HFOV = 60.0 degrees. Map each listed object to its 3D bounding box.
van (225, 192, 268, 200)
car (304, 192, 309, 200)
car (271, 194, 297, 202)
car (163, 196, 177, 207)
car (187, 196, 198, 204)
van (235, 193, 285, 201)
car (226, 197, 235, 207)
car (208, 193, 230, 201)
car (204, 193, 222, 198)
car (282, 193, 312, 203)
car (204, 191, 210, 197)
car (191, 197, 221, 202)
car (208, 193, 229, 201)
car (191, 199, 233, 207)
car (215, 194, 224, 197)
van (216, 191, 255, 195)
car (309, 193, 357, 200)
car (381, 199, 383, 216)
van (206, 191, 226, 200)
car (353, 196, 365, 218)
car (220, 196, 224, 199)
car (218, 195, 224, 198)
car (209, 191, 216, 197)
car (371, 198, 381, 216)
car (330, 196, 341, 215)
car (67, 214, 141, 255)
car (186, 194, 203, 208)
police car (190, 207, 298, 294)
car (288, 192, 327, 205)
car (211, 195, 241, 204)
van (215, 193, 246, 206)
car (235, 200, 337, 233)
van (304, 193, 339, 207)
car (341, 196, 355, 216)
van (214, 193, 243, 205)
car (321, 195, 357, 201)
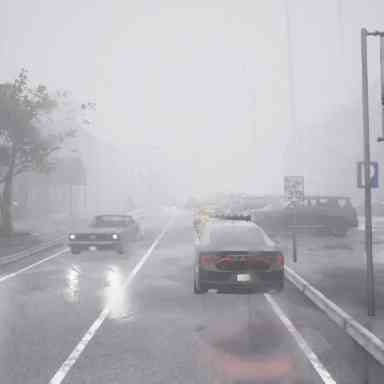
[{"bbox_3d":[5.658,1.231,31.526,4.442,1.987,1.878,0,0,0],"label":"van"},{"bbox_3d":[18.890,1.134,46.131,5.566,2.045,2.435,0,1,0],"label":"car"},{"bbox_3d":[18.877,1.189,68.339,4.892,1.521,2.231,0,1,0],"label":"car"},{"bbox_3d":[-3.159,1.348,49.285,2.128,1.511,4.902,0,0,0],"label":"car"},{"bbox_3d":[0.108,1.355,58.663,1.994,1.385,4.181,0,0,0],"label":"car"},{"bbox_3d":[5.889,1.238,25.915,4.442,1.987,1.878,0,0,0],"label":"van"},{"bbox_3d":[5.768,1.461,28.719,5.008,1.535,2.097,0,0,0],"label":"car"},{"bbox_3d":[5.762,1.040,70.775,4.553,1.767,2.185,0,1,0],"label":"car"},{"bbox_3d":[5.833,0.995,93.202,4.792,1.488,2.163,0,1,0],"label":"car"},{"bbox_3d":[18.899,1.137,60.011,4.553,1.767,2.185,0,1,0],"label":"car"},{"bbox_3d":[5.762,0.964,65.168,5.566,2.045,2.435,0,1,0],"label":"car"},{"bbox_3d":[1.021,1.424,25.015,1.801,1.575,5.366,0,0,0],"label":"car"},{"bbox_3d":[5.763,1.015,73.579,4.553,1.767,2.185,0,1,0],"label":"car"},{"bbox_3d":[1.010,1.438,19.008,1.801,1.575,5.366,0,0,0],"label":"car"},{"bbox_3d":[5.786,1.409,42.742,4.892,1.521,2.231,0,0,0],"label":"car"},{"bbox_3d":[5.898,1.164,45.548,4.442,1.987,1.878,0,0,0],"label":"van"},{"bbox_3d":[18.831,1.154,43.354,5.566,2.045,2.435,0,0,0],"label":"car"},{"bbox_3d":[18.823,1.213,26.696,5.566,2.045,2.435,0,0,0],"label":"car"},{"bbox_3d":[5.680,0.865,79.184,4.442,1.987,1.878,0,1,0],"label":"van"},{"bbox_3d":[18.849,1.456,32.249,5.008,1.535,2.097,0,0,0],"label":"car"},{"bbox_3d":[5.806,1.470,37.131,4.792,1.488,2.163,0,0,0],"label":"car"},{"bbox_3d":[5.776,1.466,39.939,4.674,1.452,2.002,0,0,0],"label":"car"},{"bbox_3d":[5.754,1.114,48.348,5.566,2.045,2.435,0,1,0],"label":"car"},{"bbox_3d":[18.847,1.462,29.471,4.892,1.521,2.231,0,0,0],"label":"car"},{"bbox_3d":[18.828,1.470,37.798,4.792,1.488,2.163,0,0,0],"label":"car"},{"bbox_3d":[-3.325,1.593,13.415,1.895,1.301,4.718,0,0,0],"label":"car"},{"bbox_3d":[0.096,1.429,45.245,2.033,1.411,5.357,0,0,0],"label":"car"},{"bbox_3d":[0.991,1.422,8.915,1.930,1.638,5.238,0,0,0],"label":"police car"},{"bbox_3d":[18.894,1.060,54.457,5.566,2.045,2.435,0,1,0],"label":"car"},{"bbox_3d":[5.780,1.291,56.761,4.892,1.521,2.231,0,1,0],"label":"car"},{"bbox_3d":[5.900,1.114,51.152,4.442,1.987,1.878,0,1,0],"label":"van"},{"bbox_3d":[5.584,1.467,20.309,5.366,1.575,1.946,0,0,0],"label":"car"},{"bbox_3d":[18.979,1.135,48.907,4.442,1.987,1.878,0,1,0],"label":"van"},{"bbox_3d":[19.040,1.445,35.026,5.366,1.575,1.946,0,0,0],"label":"car"},{"bbox_3d":[5.902,1.089,53.955,4.442,1.987,1.878,0,1,0],"label":"van"},{"bbox_3d":[18.887,1.453,40.581,4.792,1.488,2.163,0,0,0],"label":"car"}]
